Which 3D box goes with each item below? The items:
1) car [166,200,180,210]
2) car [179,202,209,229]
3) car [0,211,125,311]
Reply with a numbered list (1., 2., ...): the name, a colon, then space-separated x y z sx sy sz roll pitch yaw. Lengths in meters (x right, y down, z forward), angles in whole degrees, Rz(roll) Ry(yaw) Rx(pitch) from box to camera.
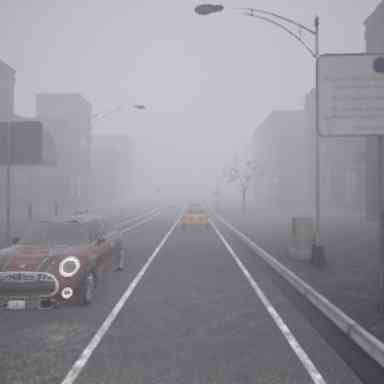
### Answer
1. car: -2.767 1.886 49.989 2.033 1.411 5.357 0 0 1
2. car: 0.247 1.745 24.233 1.801 1.575 5.366 0 -1 0
3. car: -3.053 1.404 8.073 2.097 1.767 4.553 0 -1 0
